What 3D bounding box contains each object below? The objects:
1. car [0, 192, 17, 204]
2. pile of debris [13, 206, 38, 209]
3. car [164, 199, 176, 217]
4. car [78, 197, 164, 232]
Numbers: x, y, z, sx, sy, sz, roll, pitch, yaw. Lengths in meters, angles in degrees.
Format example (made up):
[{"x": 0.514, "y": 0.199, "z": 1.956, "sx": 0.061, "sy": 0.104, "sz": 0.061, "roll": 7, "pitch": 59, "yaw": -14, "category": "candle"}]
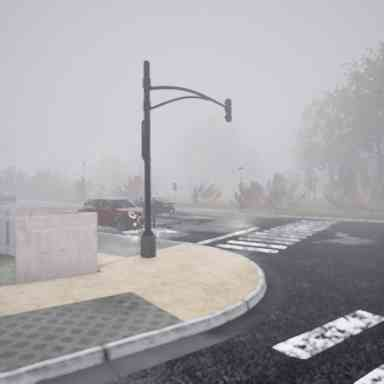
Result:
[{"x": -23.756, "y": 0.718, "z": 41.134, "sx": 4.902, "sy": 1.511, "sz": 2.128, "roll": 1, "pitch": 1, "yaw": 29, "category": "car"}, {"x": -16.755, "y": 1.579, "z": 33.444, "sx": 1.860, "sy": 0.140, "sz": 1.500, "roll": 1, "pitch": 1, "yaw": 30, "category": "pile of debris"}, {"x": -3.535, "y": 1.122, "z": 25.555, "sx": 4.902, "sy": 1.511, "sz": 2.128, "roll": 1, "pitch": 1, "yaw": 33, "category": "car"}, {"x": -4.116, "y": 1.099, "z": 18.090, "sx": 4.553, "sy": 1.767, "sz": 2.097, "roll": 1, "pitch": 1, "yaw": 32, "category": "car"}]
